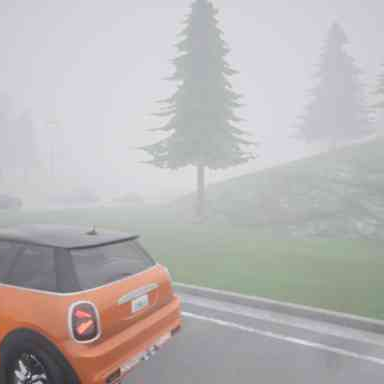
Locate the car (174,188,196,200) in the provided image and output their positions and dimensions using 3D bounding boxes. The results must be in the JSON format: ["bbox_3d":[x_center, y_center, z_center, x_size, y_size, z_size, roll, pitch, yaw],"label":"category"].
[{"bbox_3d":[-0.652,0.346,56.915,1.837,1.490,4.892,1,1,29],"label":"car"}]

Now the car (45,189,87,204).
[{"bbox_3d":[-16.529,0.738,42.740,2.128,1.511,4.902,1,1,29],"label":"car"}]

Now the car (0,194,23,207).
[{"bbox_3d":[-16.729,0.937,27.873,2.128,1.511,4.902,1,1,29],"label":"car"}]

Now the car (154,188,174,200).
[{"bbox_3d":[-3.770,0.387,58.511,2.150,2.045,5.566,1,1,29],"label":"car"}]

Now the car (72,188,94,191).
[{"bbox_3d":[-16.880,0.380,49.258,2.150,2.045,5.566,1,1,29],"label":"car"}]

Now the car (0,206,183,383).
[{"bbox_3d":[-2.480,1.260,4.790,4.553,1.767,2.097,1,1,28],"label":"car"}]

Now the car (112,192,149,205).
[{"bbox_3d":[-8.232,0.808,43.306,1.882,1.535,5.008,1,1,29],"label":"car"}]

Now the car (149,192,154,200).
[{"bbox_3d":[-6.809,0.695,60.260,1.994,1.385,4.181,1,1,29],"label":"car"}]

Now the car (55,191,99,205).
[{"bbox_3d":[-13.741,0.908,40.561,1.895,1.301,4.718,1,1,29],"label":"car"}]
